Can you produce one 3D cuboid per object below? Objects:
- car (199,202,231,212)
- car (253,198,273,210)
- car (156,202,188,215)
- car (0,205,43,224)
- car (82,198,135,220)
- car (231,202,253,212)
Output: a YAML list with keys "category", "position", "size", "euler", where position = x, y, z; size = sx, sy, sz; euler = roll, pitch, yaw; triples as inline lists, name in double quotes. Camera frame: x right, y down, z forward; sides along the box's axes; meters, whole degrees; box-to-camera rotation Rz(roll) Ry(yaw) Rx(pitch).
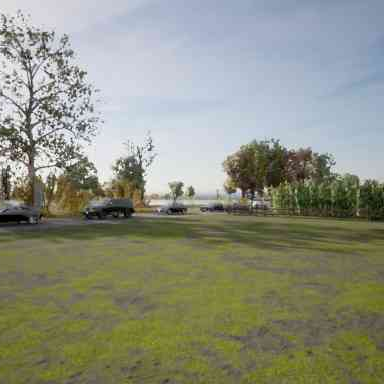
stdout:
- category: "car"
  position: [3.263, 2.245, 49.820]
  size: [2.033, 1.411, 5.357]
  euler: [-1, -2, 35]
- category: "car"
  position: [12.517, 2.058, 58.164]
  size: [2.150, 2.045, 5.566]
  euler: [-1, -2, 35]
- category: "car"
  position: [-2.503, 2.039, 41.641]
  size: [2.128, 1.511, 4.902]
  euler: [-1, -2, 35]
- category: "car"
  position: [-13.931, 1.742, 25.309]
  size: [2.128, 1.511, 4.902]
  euler: [-1, -2, 35]
- category: "car"
  position: [-8.241, 1.619, 33.442]
  size: [2.150, 2.045, 5.566]
  euler: [-1, -2, 36]
- category: "car"
  position: [6.581, 2.224, 49.579]
  size: [2.033, 1.411, 5.357]
  euler: [-1, -2, 35]
